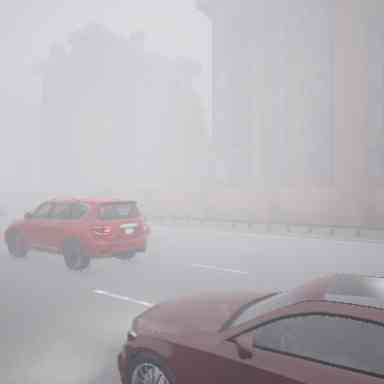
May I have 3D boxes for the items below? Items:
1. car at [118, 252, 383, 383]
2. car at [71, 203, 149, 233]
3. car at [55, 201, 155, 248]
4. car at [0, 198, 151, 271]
[{"bbox_3d":[1.390,1.526,3.000,4.674,1.442,1.812,0,0,35],"label":"car"},{"bbox_3d":[-5.176,1.477,20.568,5.008,1.535,1.882,0,0,35],"label":"car"},{"bbox_3d":[-4.131,1.351,15.526,4.553,1.767,2.097,0,0,35],"label":"car"},{"bbox_3d":[-3.978,1.220,11.120,5.566,2.045,2.150,0,0,35],"label":"car"}]
